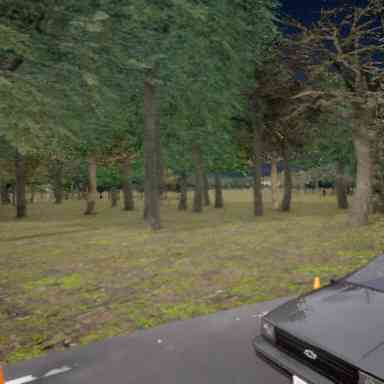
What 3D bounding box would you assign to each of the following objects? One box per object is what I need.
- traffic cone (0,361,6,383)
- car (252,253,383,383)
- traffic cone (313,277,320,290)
[{"bbox_3d":[-2.088,1.926,3.514,0.340,0.580,0.340,0,1,-34],"label":"traffic cone"},{"bbox_3d":[3.434,1.503,4.521,5.357,1.411,2.033,0,1,-29],"label":"car"},{"bbox_3d":[2.355,1.896,6.249,0.340,0.580,0.340,0,1,-29],"label":"traffic cone"}]
